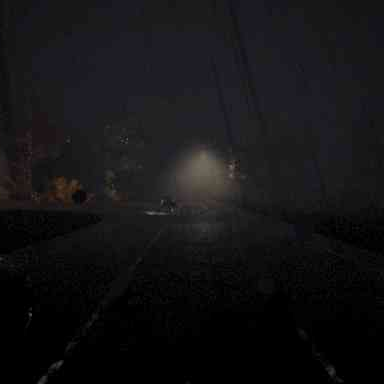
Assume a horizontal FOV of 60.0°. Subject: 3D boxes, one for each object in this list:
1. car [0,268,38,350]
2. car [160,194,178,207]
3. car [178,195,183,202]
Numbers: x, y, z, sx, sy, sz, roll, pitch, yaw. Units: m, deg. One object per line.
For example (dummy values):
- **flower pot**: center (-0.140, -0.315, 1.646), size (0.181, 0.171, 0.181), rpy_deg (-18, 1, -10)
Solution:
- **car**: center (-3.505, 1.563, 3.719), size (1.994, 1.385, 4.181), rpy_deg (0, 0, 0)
- **car**: center (-3.569, 1.316, 49.619), size (2.097, 1.767, 4.553), rpy_deg (0, 0, 0)
- **car**: center (-3.786, 1.320, 75.894), size (2.097, 1.767, 4.553), rpy_deg (0, 0, -1)
